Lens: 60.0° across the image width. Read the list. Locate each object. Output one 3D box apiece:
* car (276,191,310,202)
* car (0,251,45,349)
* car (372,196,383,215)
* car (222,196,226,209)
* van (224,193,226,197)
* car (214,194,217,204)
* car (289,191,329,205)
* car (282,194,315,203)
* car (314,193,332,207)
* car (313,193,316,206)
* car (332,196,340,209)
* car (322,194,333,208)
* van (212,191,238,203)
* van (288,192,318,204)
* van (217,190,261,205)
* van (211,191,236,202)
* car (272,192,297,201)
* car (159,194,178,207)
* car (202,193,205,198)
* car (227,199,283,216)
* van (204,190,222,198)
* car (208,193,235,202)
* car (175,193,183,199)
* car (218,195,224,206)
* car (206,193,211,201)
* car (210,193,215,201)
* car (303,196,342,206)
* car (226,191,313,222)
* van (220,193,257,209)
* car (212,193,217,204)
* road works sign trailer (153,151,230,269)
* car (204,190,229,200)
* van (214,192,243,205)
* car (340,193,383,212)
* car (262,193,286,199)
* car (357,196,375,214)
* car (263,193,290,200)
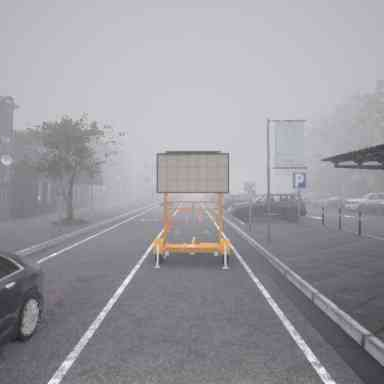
[{"bbox_3d":[18.729,0.835,61.889,5.566,2.045,2.435,0,1,0],"label":"car"},{"bbox_3d":[-3.353,1.505,3.654,1.837,1.490,4.892,0,0,0],"label":"car"},{"bbox_3d":[18.786,1.376,28.578,5.008,1.535,2.097,0,0,0],"label":"car"},{"bbox_3d":[5.518,1.376,27.704,5.366,1.575,1.946,0,0,0],"label":"car"},{"bbox_3d":[5.807,1.125,33.310,4.442,1.987,1.878,0,0,0],"label":"van"},{"bbox_3d":[5.692,1.313,44.527,4.792,1.488,2.163,0,0,0],"label":"car"},{"bbox_3d":[18.749,0.942,53.563,5.566,2.045,2.435,0,1,0],"label":"car"},{"bbox_3d":[18.893,1.119,59.117,5.366,1.575,1.946,0,1,0],"label":"car"},{"bbox_3d":[18.932,1.296,42.460,5.366,1.575,1.946,0,0,0],"label":"car"},{"bbox_3d":[18.711,1.310,45.231,4.792,1.488,2.163,0,1,0],"label":"car"},{"bbox_3d":[18.755,1.335,36.904,4.892,1.521,2.231,0,0,0],"label":"car"},{"bbox_3d":[18.749,1.318,39.682,5.008,1.535,2.097,0,0,0],"label":"car"},{"bbox_3d":[5.745,0.902,58.547,4.442,1.987,1.878,0,1,0],"label":"van"},{"bbox_3d":[18.831,0.931,56.339,4.442,1.987,1.878,0,1,0],"label":"van"},{"bbox_3d":[5.560,1.096,38.920,4.442,1.987,1.878,0,0,0],"label":"van"},{"bbox_3d":[5.739,0.866,61.350,4.442,1.987,1.878,0,1,0],"label":"van"},{"bbox_3d":[18.718,0.889,67.443,4.553,1.767,2.185,0,1,0],"label":"car"},{"bbox_3d":[-3.397,1.308,45.199,2.033,1.411,5.357,0,0,0],"label":"car"},{"bbox_3d":[5.566,0.696,72.561,5.566,2.045,2.435,0,1,0],"label":"car"},{"bbox_3d":[5.699,1.405,30.508,4.674,1.452,2.002,0,0,0],"label":"car"},{"bbox_3d":[5.444,0.541,86.577,4.442,1.987,1.878,0,1,0],"label":"van"},{"bbox_3d":[5.609,1.057,64.156,4.892,1.521,2.231,0,1,0],"label":"car"},{"bbox_3d":[-3.334,0.725,80.207,2.097,1.767,4.553,0,1,0],"label":"car"},{"bbox_3d":[5.678,1.337,36.115,5.008,1.535,2.097,0,0,0],"label":"car"},{"bbox_3d":[5.607,0.912,55.742,5.566,2.045,2.435,0,1,0],"label":"car"},{"bbox_3d":[5.655,1.230,50.137,4.892,1.521,2.231,0,1,0],"label":"car"},{"bbox_3d":[18.763,1.282,48.015,4.792,1.488,2.163,0,1,0],"label":"car"},{"bbox_3d":[5.682,1.142,24.900,5.566,2.045,2.435,0,0,0],"label":"car"},{"bbox_3d":[5.786,1.077,41.722,4.442,1.987,1.878,0,0,0],"label":"van"},{"bbox_3d":[5.653,1.298,47.334,4.674,1.452,2.002,0,1,0],"label":"car"},{"bbox_3d":[0.036,0.441,11.128,2.380,3.560,2.880,0,0,2],"label":"road works sign trailer"},{"bbox_3d":[5.560,0.660,75.364,5.566,2.045,2.435,0,1,0],"label":"car"},{"bbox_3d":[5.759,0.973,52.942,4.442,1.987,1.878,0,1,0],"label":"van"},{"bbox_3d":[18.739,1.097,34.129,5.566,2.045,2.435,0,0,0],"label":"car"},{"bbox_3d":[18.673,0.908,75.771,4.892,1.521,2.231,0,1,0],"label":"car"},{"bbox_3d":[18.779,1.362,31.354,5.008,1.535,2.097,0,0,0],"label":"car"},{"bbox_3d":[18.488,0.940,72.994,5.366,1.575,1.946,0,1,0],"label":"car"}]
